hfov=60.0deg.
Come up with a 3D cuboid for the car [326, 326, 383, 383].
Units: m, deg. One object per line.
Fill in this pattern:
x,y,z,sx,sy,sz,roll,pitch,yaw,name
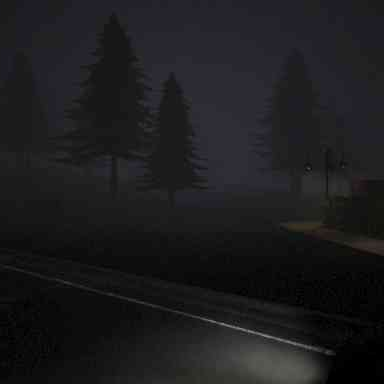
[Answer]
3.253,1.506,1.658,4.892,1.490,1.837,1,0,36,car
